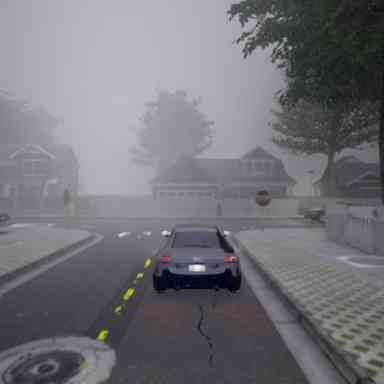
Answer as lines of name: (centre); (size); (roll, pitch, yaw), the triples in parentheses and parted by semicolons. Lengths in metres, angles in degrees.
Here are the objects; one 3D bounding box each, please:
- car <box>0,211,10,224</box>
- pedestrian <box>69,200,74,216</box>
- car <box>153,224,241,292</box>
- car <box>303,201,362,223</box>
car: (-13.964, 1.458, 21.168); (4.181, 1.385, 1.994); (0, 1, -1)
pedestrian: (-9.772, 1.255, 27.070); (0.375, 1.300, 0.375); (0, 1, -1)
car: (0.104, 1.535, 8.883); (1.994, 1.385, 4.181); (0, 0, 0)
car: (10.698, 1.461, 24.376); (4.892, 1.490, 1.837); (0, 1, -1)
